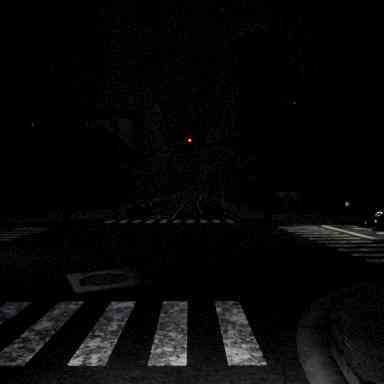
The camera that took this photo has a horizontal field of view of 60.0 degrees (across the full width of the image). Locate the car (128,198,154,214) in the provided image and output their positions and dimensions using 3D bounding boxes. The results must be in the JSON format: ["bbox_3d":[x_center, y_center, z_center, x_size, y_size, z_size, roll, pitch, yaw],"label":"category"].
[{"bbox_3d":[-5.682,1.480,36.128,1.967,1.590,4.097,0,0,0],"label":"car"}]

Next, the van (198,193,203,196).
[{"bbox_3d":[2.373,1.424,58.160,1.690,1.788,3.998,0,0,0],"label":"van"}]

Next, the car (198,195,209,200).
[{"bbox_3d":[2.365,1.637,52.649,1.947,1.339,4.313,0,0,0],"label":"car"}]

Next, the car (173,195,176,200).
[{"bbox_3d":[-5.621,1.694,80.214,2.008,1.369,4.403,0,0,0],"label":"car"}]

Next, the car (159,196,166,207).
[{"bbox_3d":[-5.659,1.653,52.660,1.802,1.307,4.206,0,0,0],"label":"car"}]

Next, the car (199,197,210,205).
[{"bbox_3d":[2.381,1.647,63.671,2.008,1.369,4.403,0,0,0],"label":"car"}]

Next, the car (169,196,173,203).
[{"bbox_3d":[-5.636,1.552,69.193,1.967,1.590,4.097,0,0,0],"label":"car"}]

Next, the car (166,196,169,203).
[{"bbox_3d":[-5.651,1.634,58.171,2.008,1.369,4.403,0,0,0],"label":"car"}]

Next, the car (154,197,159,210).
[{"bbox_3d":[-5.675,1.490,41.639,1.967,1.590,4.097,0,0,0],"label":"car"}]

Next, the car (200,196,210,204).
[{"bbox_3d":[2.358,1.641,47.139,1.802,1.307,4.206,0,0,0],"label":"car"}]

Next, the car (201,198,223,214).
[{"bbox_3d":[2.343,1.606,36.116,1.947,1.339,4.313,0,0,0],"label":"car"}]

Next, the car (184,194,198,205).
[{"bbox_3d":[-0.161,1.594,61.044,1.837,1.490,4.892,0,0,0],"label":"car"}]

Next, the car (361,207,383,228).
[{"bbox_3d":[13.004,1.304,20.633,4.553,1.767,2.097,0,0,0],"label":"car"}]
